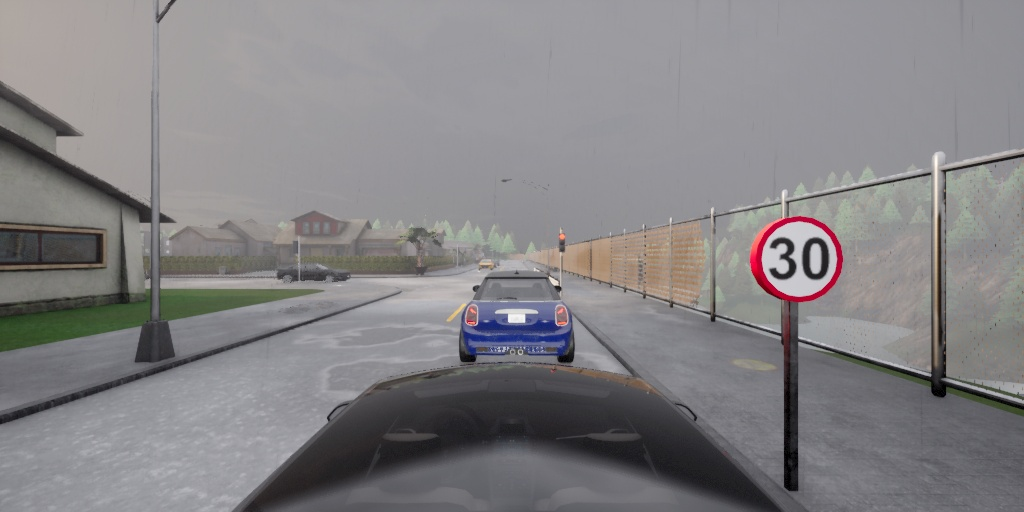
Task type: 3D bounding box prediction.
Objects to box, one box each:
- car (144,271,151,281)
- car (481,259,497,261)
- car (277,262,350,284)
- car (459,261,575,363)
[{"bbox_3d":[-29.750,1.314,26.766,4.181,1.385,1.994,0,0,1],"label":"car"},{"bbox_3d":[-3.657,1.228,51.213,1.882,1.535,5.008,0,0,1],"label":"car"},{"bbox_3d":[-14.636,1.228,26.601,5.008,1.535,1.882,0,0,1],"label":"car"},{"bbox_3d":[0.116,1.102,8.344,2.097,1.767,4.553,0,0,1],"label":"car"}]
